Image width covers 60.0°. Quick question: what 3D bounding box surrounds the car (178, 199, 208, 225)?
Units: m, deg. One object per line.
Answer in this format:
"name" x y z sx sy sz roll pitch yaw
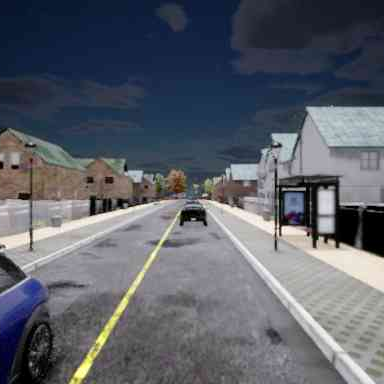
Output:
"car" 0.099 1.529 23.979 1.837 1.490 4.892 0 0 0

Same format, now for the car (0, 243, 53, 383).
"car" -2.833 1.351 2.333 2.097 1.767 4.553 0 0 0

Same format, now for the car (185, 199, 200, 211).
"car" 0.098 1.624 42.946 1.812 1.442 4.674 0 0 0
